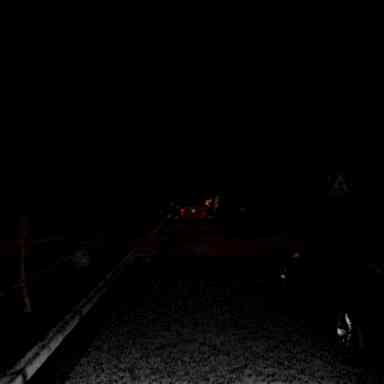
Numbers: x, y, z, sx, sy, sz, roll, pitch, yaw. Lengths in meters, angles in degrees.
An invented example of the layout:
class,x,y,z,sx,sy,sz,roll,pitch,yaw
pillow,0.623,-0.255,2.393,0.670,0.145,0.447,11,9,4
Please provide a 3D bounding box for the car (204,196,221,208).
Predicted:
class,x,y,z,sx,sy,sz,roll,pitch,yaw
car,2.990,1.424,49.814,2.185,1.767,4.553,0,0,0

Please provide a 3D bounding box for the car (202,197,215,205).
class,x,y,z,sx,sy,sz,roll,pitch,yaw
car,2.988,1.650,61.010,2.002,1.452,4.674,0,0,0

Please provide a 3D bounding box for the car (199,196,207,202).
class,x,y,z,sx,sy,sz,roll,pitch,yaw
car,2.863,1.858,88.511,2.002,1.452,4.674,0,-1,-1

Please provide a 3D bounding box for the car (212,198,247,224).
class,x,y,z,sx,sy,sz,roll,pitch,yaw
car,2.993,1.521,27.757,2.002,1.452,4.674,0,0,0

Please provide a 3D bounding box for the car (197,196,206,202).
class,x,y,z,sx,sy,sz,roll,pitch,yaw
car,2.631,1.887,94.055,2.097,1.535,5.008,0,-1,-2

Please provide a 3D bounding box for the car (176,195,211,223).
class,x,y,z,sx,sy,sz,roll,pitch,yaw
car,0.097,1.350,25.634,2.097,1.767,4.553,0,0,0

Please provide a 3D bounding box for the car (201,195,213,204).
class,x,y,z,sx,sy,sz,roll,pitch,yaw
car,2.988,1.516,66.504,2.185,1.767,4.553,0,0,0

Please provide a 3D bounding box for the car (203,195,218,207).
class,x,y,z,sx,sy,sz,roll,pitch,yaw
car,2.989,1.452,55.335,2.185,1.767,4.553,0,0,0

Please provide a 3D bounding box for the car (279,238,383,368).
class,x,y,z,sx,sy,sz,roll,pitch,yaw
car,2.996,1.511,5.829,2.163,1.488,4.792,0,0,0

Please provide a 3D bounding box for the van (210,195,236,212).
class,x,y,z,sx,sy,sz,roll,pitch,yaw
van,2.993,1.265,33.400,1.878,1.987,4.442,0,0,0

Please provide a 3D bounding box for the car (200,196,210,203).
class,x,y,z,sx,sy,sz,roll,pitch,yaw
car,2.986,1.708,77.445,2.231,1.521,4.892,0,0,0

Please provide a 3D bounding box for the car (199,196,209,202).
class,x,y,z,sx,sy,sz,roll,pitch,yaw
car,2.977,1.754,82.965,2.231,1.521,4.892,0,-1,0

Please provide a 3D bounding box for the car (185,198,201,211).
class,x,y,z,sx,sy,sz,roll,pitch,yaw
car,0.094,1.516,42.931,1.882,1.535,5.008,0,0,0
